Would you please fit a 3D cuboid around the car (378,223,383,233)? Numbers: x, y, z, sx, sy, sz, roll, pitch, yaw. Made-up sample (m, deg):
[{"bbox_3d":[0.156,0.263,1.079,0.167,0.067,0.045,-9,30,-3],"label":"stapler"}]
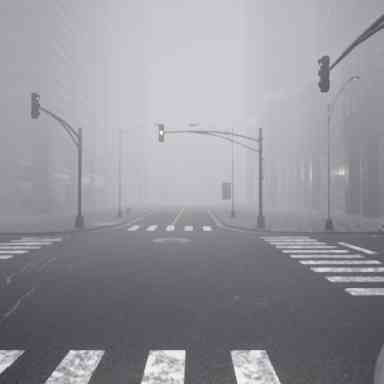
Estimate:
[{"bbox_3d":[11.756,1.561,16.241,4.829,1.417,1.752,0,-1,0],"label":"car"}]
